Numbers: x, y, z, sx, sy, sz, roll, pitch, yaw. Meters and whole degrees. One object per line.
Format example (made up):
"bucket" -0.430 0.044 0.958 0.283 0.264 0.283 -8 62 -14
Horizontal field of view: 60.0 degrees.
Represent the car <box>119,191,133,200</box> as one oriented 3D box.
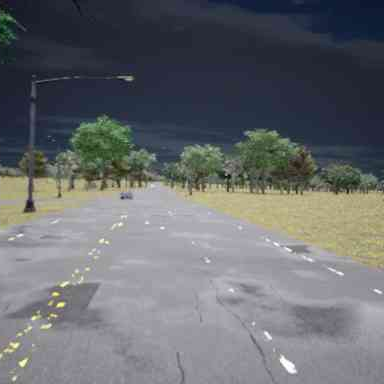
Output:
"car" -10.338 0.550 52.629 2.033 1.411 5.357 0 0 -7
